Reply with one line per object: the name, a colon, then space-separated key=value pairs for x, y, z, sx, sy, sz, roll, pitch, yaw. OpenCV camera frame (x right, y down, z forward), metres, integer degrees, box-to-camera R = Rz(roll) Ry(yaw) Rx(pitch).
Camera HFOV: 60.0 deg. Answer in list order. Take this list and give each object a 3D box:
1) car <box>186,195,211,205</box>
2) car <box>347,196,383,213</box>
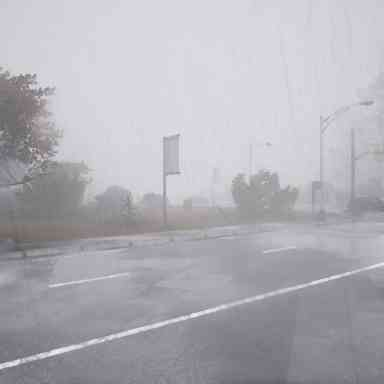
car: x=0.967 y=1.231 z=51.659 sx=2.128 sy=1.511 sz=4.902 roll=-1 pitch=1 yaw=-39
car: x=17.292 y=1.193 z=31.310 sx=1.882 sy=1.535 sz=5.008 roll=-1 pitch=0 yaw=-39
